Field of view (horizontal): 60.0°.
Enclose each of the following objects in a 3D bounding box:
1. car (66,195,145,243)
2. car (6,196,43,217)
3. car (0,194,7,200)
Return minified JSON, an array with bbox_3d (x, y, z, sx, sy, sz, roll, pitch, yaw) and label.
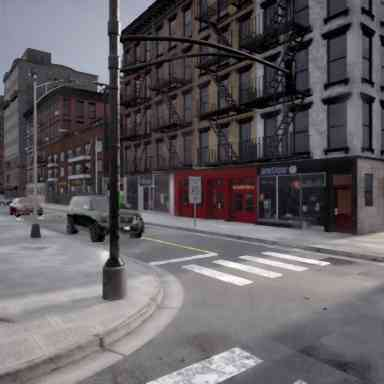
[{"bbox_3d":[-4.483,1.201,16.503,2.150,2.045,5.566,0,0,-38],"label":"car"},{"bbox_3d":[-15.116,1.301,30.282,2.097,1.767,4.553,0,0,-38],"label":"car"},{"bbox_3d":[-24.729,0.994,42.877,2.097,1.767,4.553,0,0,-38],"label":"car"}]
